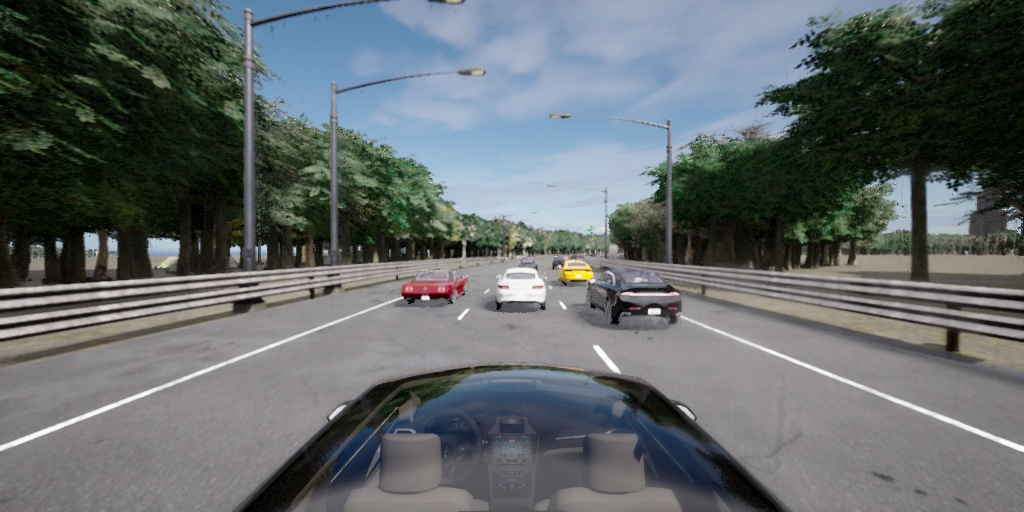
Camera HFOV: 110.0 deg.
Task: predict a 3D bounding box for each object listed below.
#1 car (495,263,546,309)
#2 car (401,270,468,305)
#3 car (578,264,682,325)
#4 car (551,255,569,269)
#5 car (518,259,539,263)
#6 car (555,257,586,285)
[{"bbox_3d":[0.364,1.181,14.321,1.812,1.442,4.674,0,0,2],"label":"car"},{"bbox_3d":[-3.107,1.244,15.471,1.895,1.301,4.718,0,0,2],"label":"car"},{"bbox_3d":[3.662,1.172,11.484,2.128,1.511,4.902,0,0,2],"label":"car"},{"bbox_3d":[6.298,0.903,47.713,1.837,1.490,4.892,0,0,7],"label":"car"},{"bbox_3d":[1.568,0.992,34.587,2.128,1.511,4.902,0,0,5],"label":"car"},{"bbox_3d":[4.222,1.063,24.309,1.882,1.535,5.008,0,0,3],"label":"car"}]
